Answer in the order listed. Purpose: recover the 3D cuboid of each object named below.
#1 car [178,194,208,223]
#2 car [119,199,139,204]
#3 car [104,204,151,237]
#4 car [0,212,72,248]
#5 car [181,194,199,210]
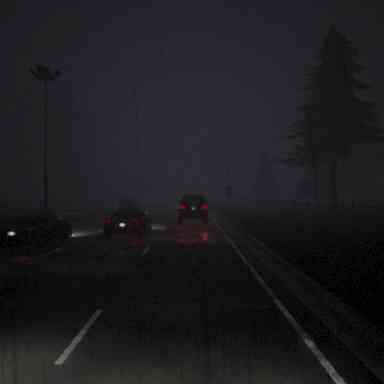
[{"bbox_3d":[0.072,1.228,25.704,2.150,2.045,5.566,0,0,0],"label":"car"},{"bbox_3d":[-7.121,1.511,37.464,1.837,1.490,4.892,0,0,-1],"label":"car"},{"bbox_3d":[-3.403,1.567,18.215,1.994,1.385,4.181,0,0,0],"label":"car"},{"bbox_3d":[-6.902,1.566,14.762,1.994,1.385,4.181,0,0,0],"label":"car"},{"bbox_3d":[-0.284,1.226,43.605,2.150,2.045,5.566,0,0,-1],"label":"car"}]
